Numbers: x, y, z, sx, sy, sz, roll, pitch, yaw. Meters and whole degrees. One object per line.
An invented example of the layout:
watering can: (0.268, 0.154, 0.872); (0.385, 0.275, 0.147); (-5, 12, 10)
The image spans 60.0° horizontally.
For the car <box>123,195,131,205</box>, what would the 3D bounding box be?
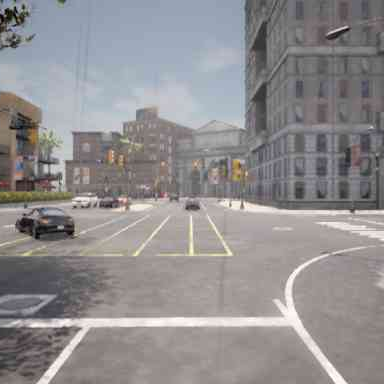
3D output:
car: (-11.566, 1.325, 55.705); (2.097, 1.767, 4.553); (0, 0, 0)

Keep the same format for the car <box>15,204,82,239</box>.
car: (-7.728, 1.517, 17.480); (1.812, 1.442, 4.674); (1, 0, -41)

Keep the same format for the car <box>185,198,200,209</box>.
car: (0.072, 1.525, 45.169); (2.033, 1.411, 5.357); (0, 0, 0)

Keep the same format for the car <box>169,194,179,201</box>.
car: (-3.952, 1.280, 72.650); (1.837, 1.490, 4.892); (0, 0, -8)

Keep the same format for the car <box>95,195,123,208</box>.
car: (-11.555, 1.455, 46.570); (1.882, 1.535, 5.008); (0, 0, 1)

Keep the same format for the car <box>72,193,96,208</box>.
car: (-15.044, 1.199, 47.092); (2.150, 2.045, 5.566); (0, 0, 0)
